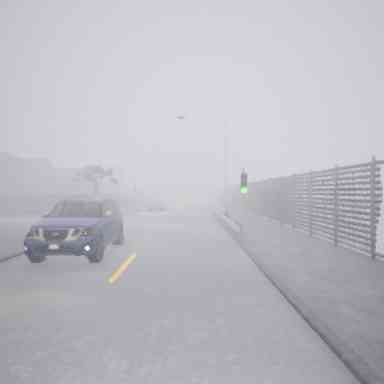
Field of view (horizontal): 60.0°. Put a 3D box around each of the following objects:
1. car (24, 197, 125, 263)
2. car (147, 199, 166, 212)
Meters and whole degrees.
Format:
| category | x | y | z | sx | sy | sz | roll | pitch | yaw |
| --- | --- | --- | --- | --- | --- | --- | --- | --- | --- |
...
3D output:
| category | x | y | z | sx | sy | sz | roll | pitch | yaw |
| --- | --- | --- | --- | --- | --- | --- | --- | --- | --- |
| car | -3.999 | 1.226 | 12.381 | 2.150 | 2.045 | 5.566 | 0 | 0 | 0 |
| car | -3.998 | 1.554 | 38.313 | 1.812 | 1.442 | 4.674 | 0 | 1 | 0 |
